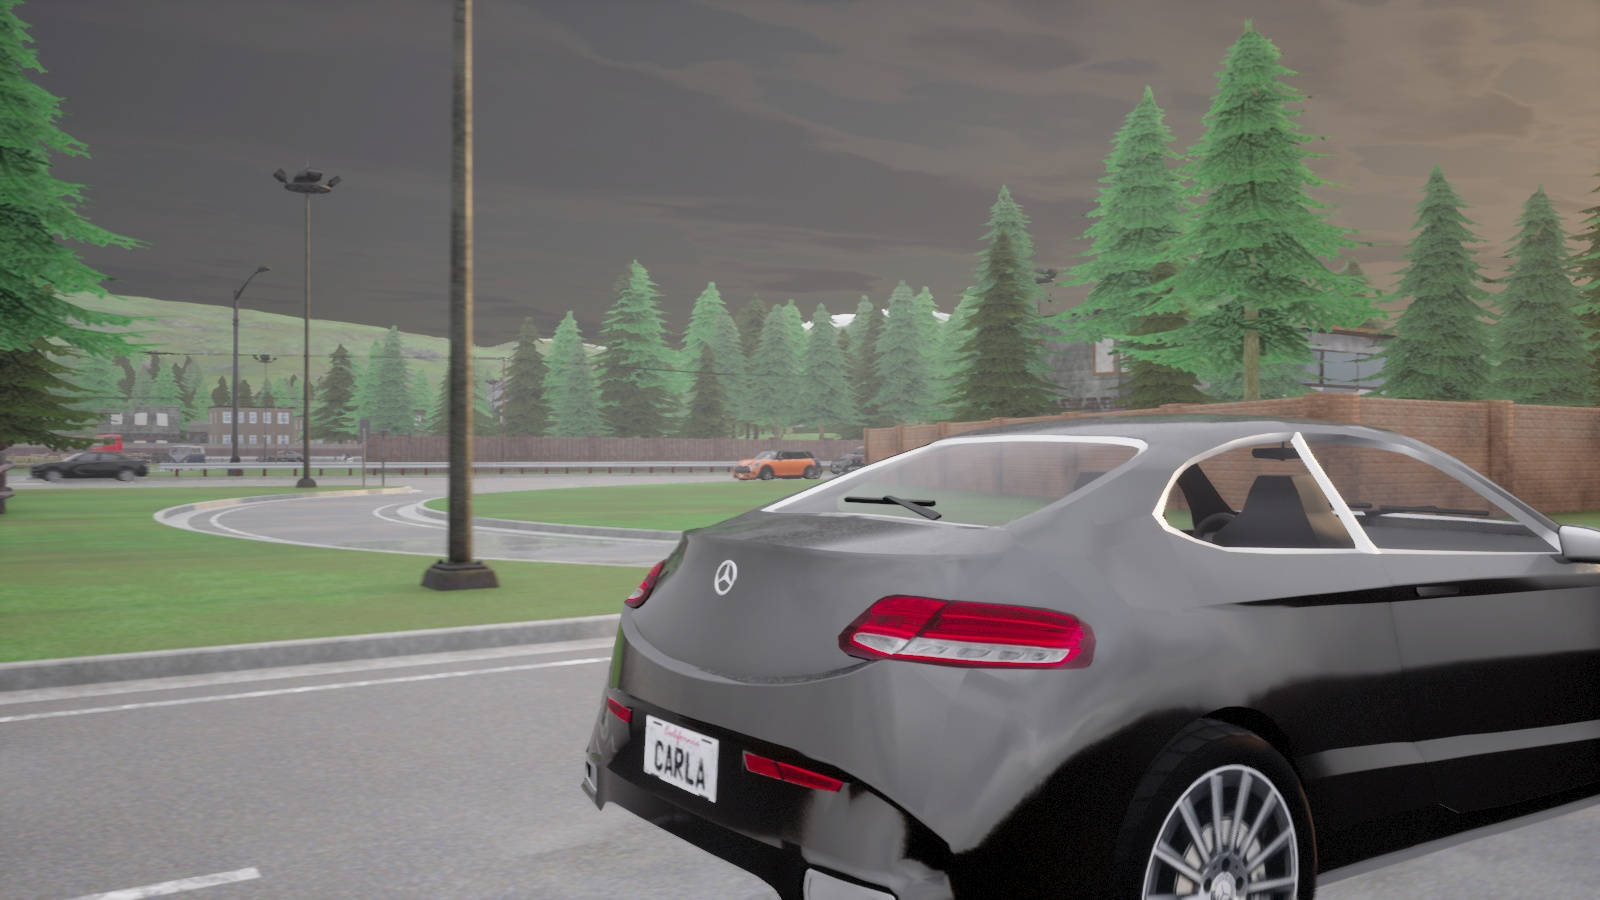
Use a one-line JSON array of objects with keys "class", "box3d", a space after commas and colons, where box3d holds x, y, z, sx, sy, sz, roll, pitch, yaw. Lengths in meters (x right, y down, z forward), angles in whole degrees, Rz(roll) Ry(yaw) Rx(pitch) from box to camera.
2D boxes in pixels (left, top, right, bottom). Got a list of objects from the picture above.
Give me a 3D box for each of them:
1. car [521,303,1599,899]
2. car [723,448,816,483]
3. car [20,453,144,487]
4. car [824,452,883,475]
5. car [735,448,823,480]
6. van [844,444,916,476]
[{"class": "car", "box3d": [1.727, 0.532, 4.842, 5.027, 1.651, 2.152, 0, 0, -35]}, {"class": "car", "box3d": [-1.544, 0.767, 65.156, 4.553, 1.767, 2.097, 0, 0, -43]}, {"class": "car", "box3d": [-34.416, 0.937, 60.242, 5.008, 1.535, 1.882, 0, 0, -35]}, {"class": "car", "box3d": [3.701, 0.930, 86.662, 3.705, 1.549, 1.789, 0, 0, -35]}, {"class": "car", "box3d": [-1.156, 0.779, 70.520, 4.553, 1.767, 2.097, 0, 0, -35]}, {"class": "van", "box3d": [5.345, 0.664, 83.543, 4.480, 2.038, 2.069, 0, 0, -35]}]
